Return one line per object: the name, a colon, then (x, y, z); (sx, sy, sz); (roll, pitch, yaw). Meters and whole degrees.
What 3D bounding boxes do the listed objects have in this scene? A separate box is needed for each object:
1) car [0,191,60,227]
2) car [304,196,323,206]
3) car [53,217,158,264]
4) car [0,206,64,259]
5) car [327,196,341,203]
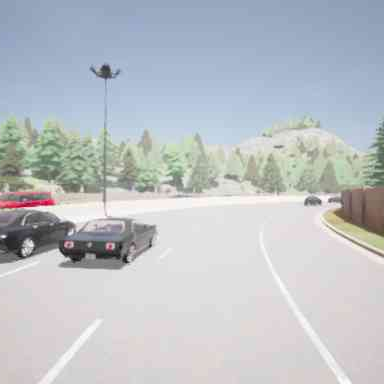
car: (-11.454, 0.968, 22.092); (2.150, 2.045, 5.566); (1, 0, 13)
car: (19.088, 1.421, 52.332); (1.837, 1.490, 4.892); (1, 0, 37)
car: (-2.547, 1.507, 11.487); (1.895, 1.301, 4.718); (1, 0, 7)
car: (-5.951, 1.369, 12.110); (1.837, 1.490, 4.892); (0, 0, 7)
car: (27.847, 1.407, 63.995); (4.181, 1.385, 1.994); (0, 0, -41)
